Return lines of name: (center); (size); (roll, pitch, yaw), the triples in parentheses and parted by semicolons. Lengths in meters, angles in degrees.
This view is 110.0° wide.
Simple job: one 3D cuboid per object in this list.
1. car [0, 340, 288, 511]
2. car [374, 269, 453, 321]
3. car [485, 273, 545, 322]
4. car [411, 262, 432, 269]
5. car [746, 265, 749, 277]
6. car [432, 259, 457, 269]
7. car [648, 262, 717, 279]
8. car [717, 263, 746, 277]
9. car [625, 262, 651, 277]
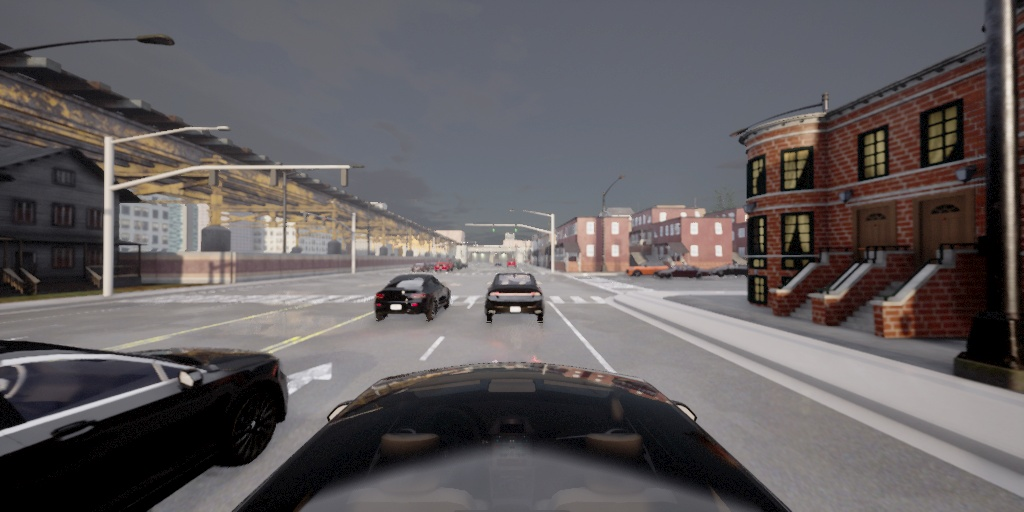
car: (-3.399, 1.243, 2.027); (2.128, 1.511, 4.902); (0, -1, 0)
car: (-3.431, 1.372, 12.913); (1.812, 1.442, 4.674); (0, -1, 0)
car: (0.093, 1.336, 12.709); (2.128, 1.511, 4.902); (0, 0, 0)
car: (-14.161, 1.738, 55.565); (1.812, 1.442, 4.674); (0, 0, 0)
car: (27.149, 1.263, 35.856); (5.566, 2.045, 2.150); (0, 0, 0)
car: (-10.659, 1.442, 56.445); (2.150, 2.045, 5.566); (0, 0, 0)
car: (16.949, 1.589, 35.847); (5.357, 1.411, 2.033); (0, 0, 0)
car: (23.944, 1.563, 39.350); (4.902, 1.511, 2.128); (0, 0, 0)
car: (14.797, 1.424, 39.335); (4.553, 1.767, 2.097); (0, 0, 0)
